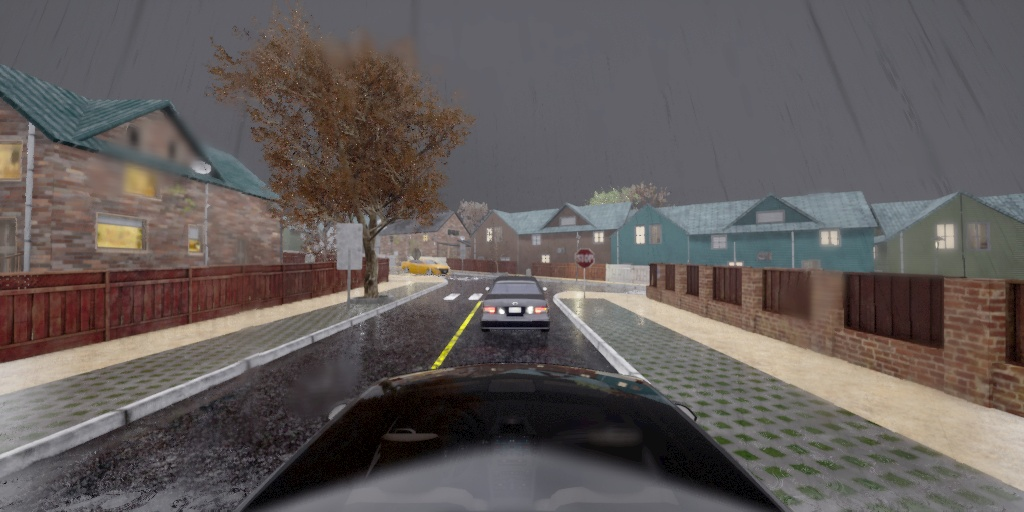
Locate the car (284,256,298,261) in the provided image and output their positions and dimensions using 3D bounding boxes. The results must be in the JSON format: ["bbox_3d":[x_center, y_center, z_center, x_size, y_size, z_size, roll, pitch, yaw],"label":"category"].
[{"bbox_3d":[-28.414,0.216,44.952,4.892,1.490,1.837,2,0,32],"label":"car"}]

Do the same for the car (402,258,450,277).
[{"bbox_3d":[-7.661,0.978,31.789,5.008,1.535,1.882,2,0,35],"label":"car"}]

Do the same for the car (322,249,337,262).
[{"bbox_3d":[-18.423,0.309,38.670,5.566,2.045,2.150,2,0,33],"label":"car"}]

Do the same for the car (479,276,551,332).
[{"bbox_3d":[0.116,1.302,10.822,2.033,1.411,5.357,0,0,1],"label":"car"}]
